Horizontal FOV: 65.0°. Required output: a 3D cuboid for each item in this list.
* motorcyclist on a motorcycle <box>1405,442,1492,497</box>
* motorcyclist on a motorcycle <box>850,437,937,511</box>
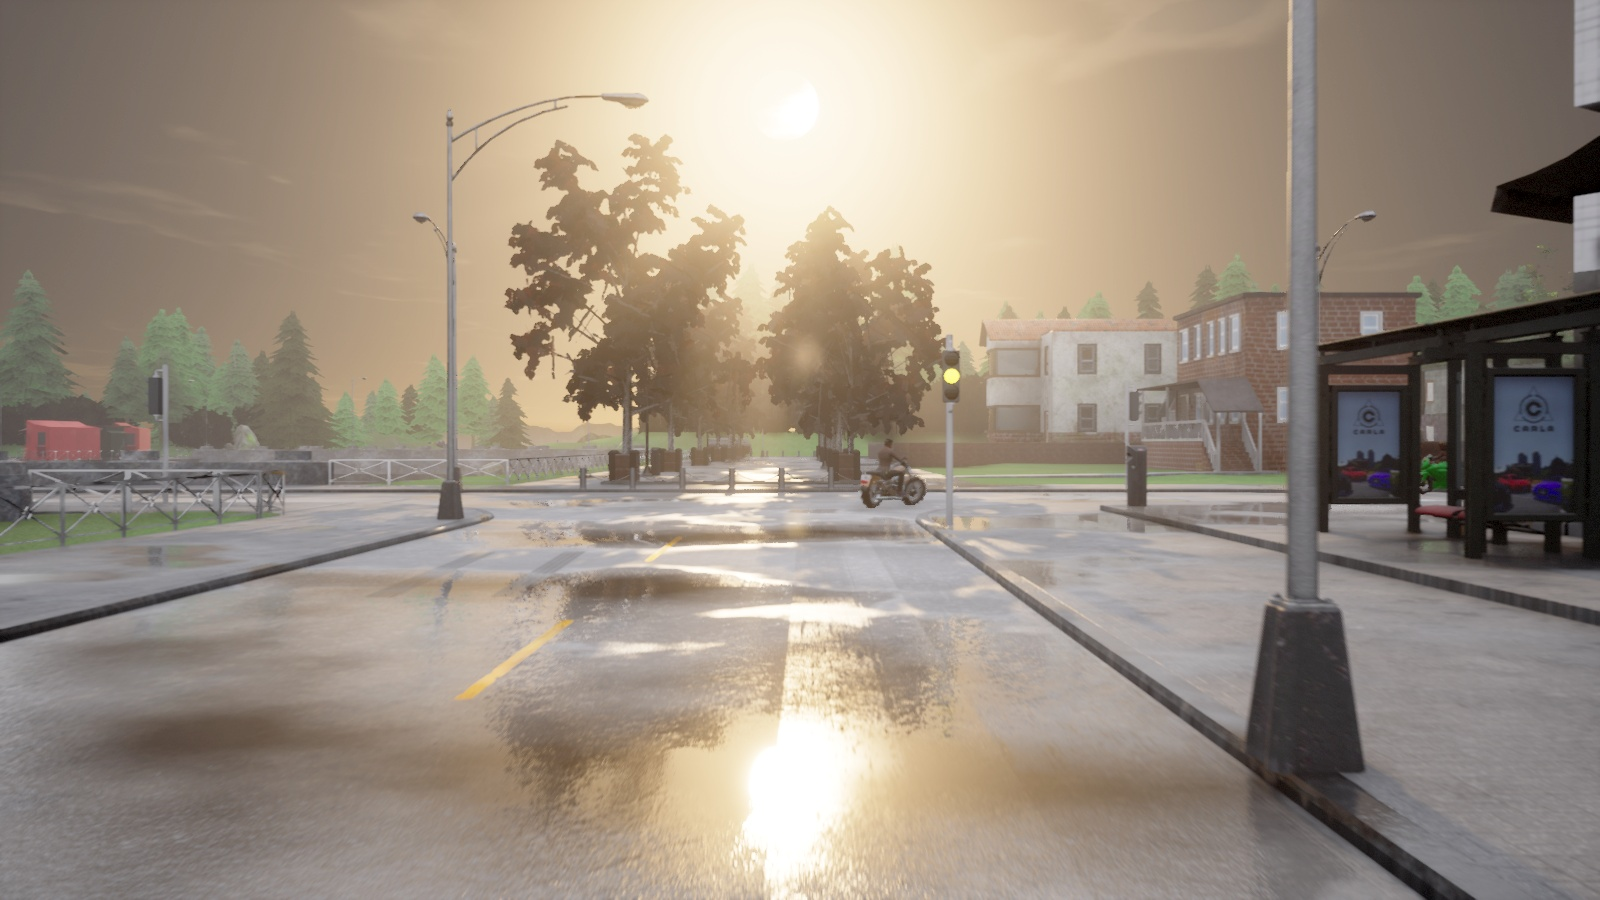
[{"bbox_3d":[18.287,0.544,35.424,2.044,1.523,0.797,0,0,0],"label":"motorcyclist on a motorcycle"},{"bbox_3d":[2.196,0.534,29.236,0.766,1.649,2.350,3,2,39],"label":"motorcyclist on a motorcycle"}]
